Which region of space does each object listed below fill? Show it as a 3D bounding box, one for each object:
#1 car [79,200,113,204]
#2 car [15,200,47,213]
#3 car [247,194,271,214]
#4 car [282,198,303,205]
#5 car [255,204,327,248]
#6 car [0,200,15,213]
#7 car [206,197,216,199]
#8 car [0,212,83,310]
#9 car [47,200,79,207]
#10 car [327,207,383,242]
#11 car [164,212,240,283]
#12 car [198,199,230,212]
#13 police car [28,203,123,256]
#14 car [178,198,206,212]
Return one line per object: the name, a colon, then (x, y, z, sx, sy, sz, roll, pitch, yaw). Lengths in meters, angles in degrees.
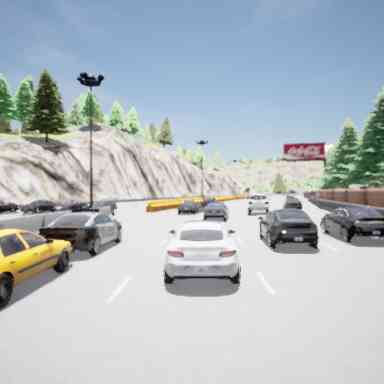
car: (-10.341, 1.669, 38.167, 2.033, 1.411, 5.357, 0, 0, 12)
car: (-17.474, 1.685, 38.168, 1.837, 1.490, 4.892, 0, -1, 11)
car: (7.018, 1.201, 34.903, 2.150, 2.045, 5.566, -1, 0, 12)
car: (10.879, 1.455, 36.036, 1.837, 1.490, 4.892, -1, 0, 13)
car: (4.098, 1.487, 14.646, 1.837, 1.490, 4.892, -1, 0, 4)
car: (-21.352, 1.699, 36.569, 2.128, 1.511, 4.902, 0, 0, 11)
car: (2.597, 1.534, 46.695, 1.837, 1.490, 4.892, -1, 0, 17)
car: (-4.508, 1.500, 7.837, 1.801, 1.575, 5.366, 0, 0, 2)
car: (-13.895, 1.643, 38.232, 2.128, 1.511, 4.902, 0, 0, 12)
car: (7.708, 1.447, 15.953, 2.128, 1.511, 4.902, 0, 0, 5)
car: (0.295, 1.533, 9.562, 1.812, 1.442, 4.674, -1, 0, 2)
car: (2.057, 1.559, 27.556, 2.033, 1.411, 5.357, 0, 0, 9)
police car: (-4.242, 1.473, 13.593, 1.930, 1.638, 5.238, 0, 0, 4)
car: (-0.147, 1.601, 35.368, 1.994, 1.385, 4.181, 0, 0, 13)
